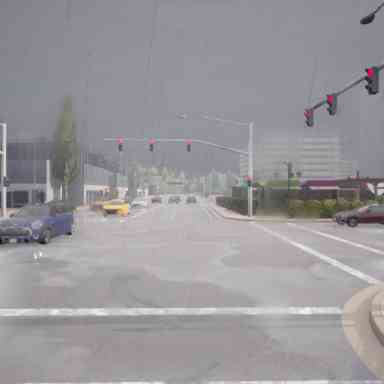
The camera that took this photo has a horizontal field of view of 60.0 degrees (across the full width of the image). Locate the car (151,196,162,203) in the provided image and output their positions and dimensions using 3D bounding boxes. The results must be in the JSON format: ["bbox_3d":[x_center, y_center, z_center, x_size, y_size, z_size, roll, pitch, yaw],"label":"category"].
[{"bbox_3d":[-7.114,1.547,67.402,2.033,1.411,5.357,0,0,0],"label":"car"}]

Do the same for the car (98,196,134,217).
[{"bbox_3d":[-7.055,1.478,31.287,1.882,1.535,5.008,0,0,-2],"label":"car"}]

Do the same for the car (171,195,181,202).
[{"bbox_3d":[-3.610,1.425,74.879,1.994,1.385,4.181,0,0,0],"label":"car"}]

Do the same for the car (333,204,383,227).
[{"bbox_3d":[11.773,1.526,21.960,4.674,1.442,1.812,0,0,1],"label":"car"}]

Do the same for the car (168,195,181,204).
[{"bbox_3d":[-3.595,1.547,64.605,2.033,1.411,5.357,0,0,0],"label":"car"}]

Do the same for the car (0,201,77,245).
[{"bbox_3d":[-7.123,1.352,15.468,2.097,1.767,4.553,0,0,0],"label":"car"}]

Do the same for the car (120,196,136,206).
[{"bbox_3d":[-10.666,1.506,55.736,1.837,1.490,4.892,0,-1,0],"label":"car"}]

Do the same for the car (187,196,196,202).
[{"bbox_3d":[-0.110,1.468,74.916,1.895,1.301,4.718,0,0,0],"label":"car"}]

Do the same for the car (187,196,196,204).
[{"bbox_3d":[-0.095,1.491,64.611,2.128,1.511,4.902,0,0,0],"label":"car"}]

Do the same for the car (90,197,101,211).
[{"bbox_3d":[-10.657,1.354,39.802,2.097,1.767,4.553,0,0,0],"label":"car"}]

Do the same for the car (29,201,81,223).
[{"bbox_3d":[-10.638,1.492,26.305,2.128,1.511,4.902,0,0,0],"label":"car"}]

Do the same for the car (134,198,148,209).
[{"bbox_3d":[-7.162,1.525,45.602,1.812,1.442,4.674,0,0,0],"label":"car"}]
